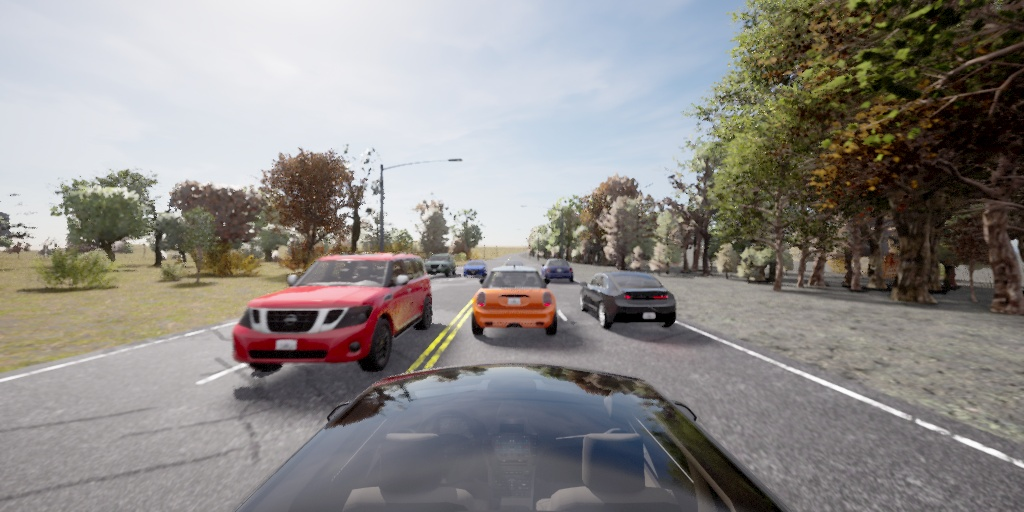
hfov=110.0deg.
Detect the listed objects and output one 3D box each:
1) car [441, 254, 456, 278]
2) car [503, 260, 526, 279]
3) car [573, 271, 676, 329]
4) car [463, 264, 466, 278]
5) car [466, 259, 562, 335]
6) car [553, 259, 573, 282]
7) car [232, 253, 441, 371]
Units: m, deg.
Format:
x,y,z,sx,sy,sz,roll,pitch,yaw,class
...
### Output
x,y,z,sx,sy,sz,roll,pitch,yaw,class
-6.538,0.852,33.031,2.150,2.045,5.566,0,0,0,car
0.153,1.115,31.900,1.882,1.535,5.008,0,0,-1,car
3.328,1.212,11.115,1.837,1.490,4.892,-1,0,0,car
-3.289,1.111,32.819,1.882,1.535,5.008,0,0,0,car
0.074,1.069,10.546,2.097,1.767,4.553,0,0,1,car
3.351,0.999,27.346,2.097,1.767,4.553,-1,0,0,car
-3.299,0.949,8.010,2.150,2.045,5.566,0,0,0,car
